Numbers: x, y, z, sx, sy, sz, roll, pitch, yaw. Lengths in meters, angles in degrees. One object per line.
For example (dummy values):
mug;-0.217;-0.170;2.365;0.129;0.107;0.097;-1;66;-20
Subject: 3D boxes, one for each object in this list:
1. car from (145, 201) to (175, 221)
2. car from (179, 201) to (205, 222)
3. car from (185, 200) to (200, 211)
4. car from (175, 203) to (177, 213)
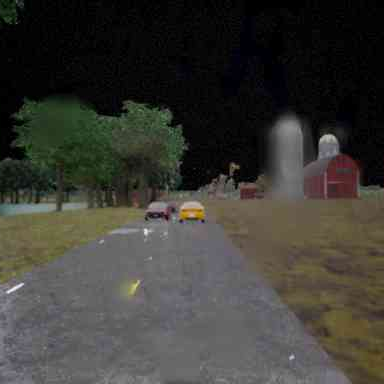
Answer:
car;-2.762;1.559;27.927;1.882;1.535;5.008;0;-1;0
car;0.019;1.551;26.725;1.882;1.535;5.008;0;0;1
car;0.075;1.817;44.245;1.895;1.301;4.718;0;0;0
car;-2.761;1.774;39.173;1.895;1.301;4.718;0;-1;0
